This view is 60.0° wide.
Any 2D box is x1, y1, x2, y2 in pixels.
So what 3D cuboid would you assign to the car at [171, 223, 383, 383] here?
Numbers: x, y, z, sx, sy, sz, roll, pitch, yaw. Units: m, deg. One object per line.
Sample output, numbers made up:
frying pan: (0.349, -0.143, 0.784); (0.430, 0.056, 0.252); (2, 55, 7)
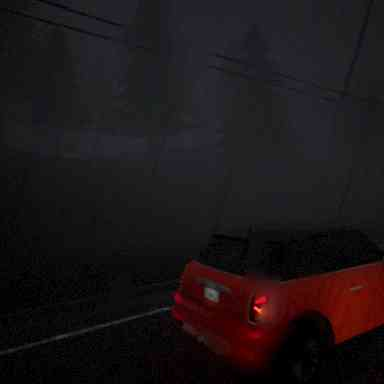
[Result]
car: (2.000, 1.288, 5.407); (4.553, 1.767, 2.097); (-1, 1, -34)
